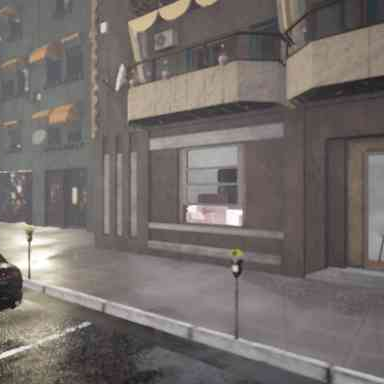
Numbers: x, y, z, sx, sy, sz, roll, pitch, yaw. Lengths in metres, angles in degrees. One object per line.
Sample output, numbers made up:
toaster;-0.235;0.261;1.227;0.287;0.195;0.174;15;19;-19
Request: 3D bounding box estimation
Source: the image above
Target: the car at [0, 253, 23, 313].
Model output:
car;-4.964;1.551;6.405;4.403;1.369;2.008;0;0;35
